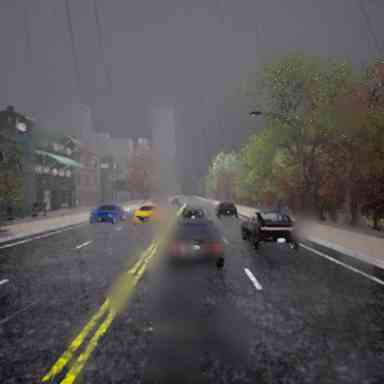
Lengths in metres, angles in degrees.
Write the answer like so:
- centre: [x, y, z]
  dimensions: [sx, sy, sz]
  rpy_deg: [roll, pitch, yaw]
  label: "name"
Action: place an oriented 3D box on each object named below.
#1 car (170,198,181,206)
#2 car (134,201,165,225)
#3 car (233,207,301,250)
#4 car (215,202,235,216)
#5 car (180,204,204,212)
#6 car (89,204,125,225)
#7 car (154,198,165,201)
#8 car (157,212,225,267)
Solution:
- centre: [-3.231, 2.044, 66.953]
  dimensions: [1.837, 1.490, 4.892]
  rpy_deg: [0, 0, 0]
  label: "car"
- centre: [-3.337, 1.698, 26.224]
  dimensions: [1.882, 1.535, 5.008]
  rpy_deg: [0, -1, 0]
  label: "car"
- centre: [3.355, 1.617, 14.912]
  dimensions: [2.128, 1.511, 4.902]
  rpy_deg: [0, 0, 0]
  label: "car"
- centre: [3.363, 1.756, 33.252]
  dimensions: [1.882, 1.535, 5.008]
  rpy_deg: [0, 0, 0]
  label: "car"
- centre: [0.112, 1.855, 30.358]
  dimensions: [1.895, 1.301, 4.718]
  rpy_deg: [0, 0, 0]
  label: "car"
- centre: [-6.587, 1.698, 26.217]
  dimensions: [1.882, 1.535, 5.008]
  rpy_deg: [0, -1, 0]
  label: "car"
- centre: [-6.478, 2.045, 66.859]
  dimensions: [1.837, 1.490, 4.892]
  rpy_deg: [0, 0, 0]
  label: "car"
- centre: [0.105, 1.647, 11.817]
  dimensions: [2.033, 1.411, 5.357]
  rpy_deg: [0, 0, 0]
  label: "car"
